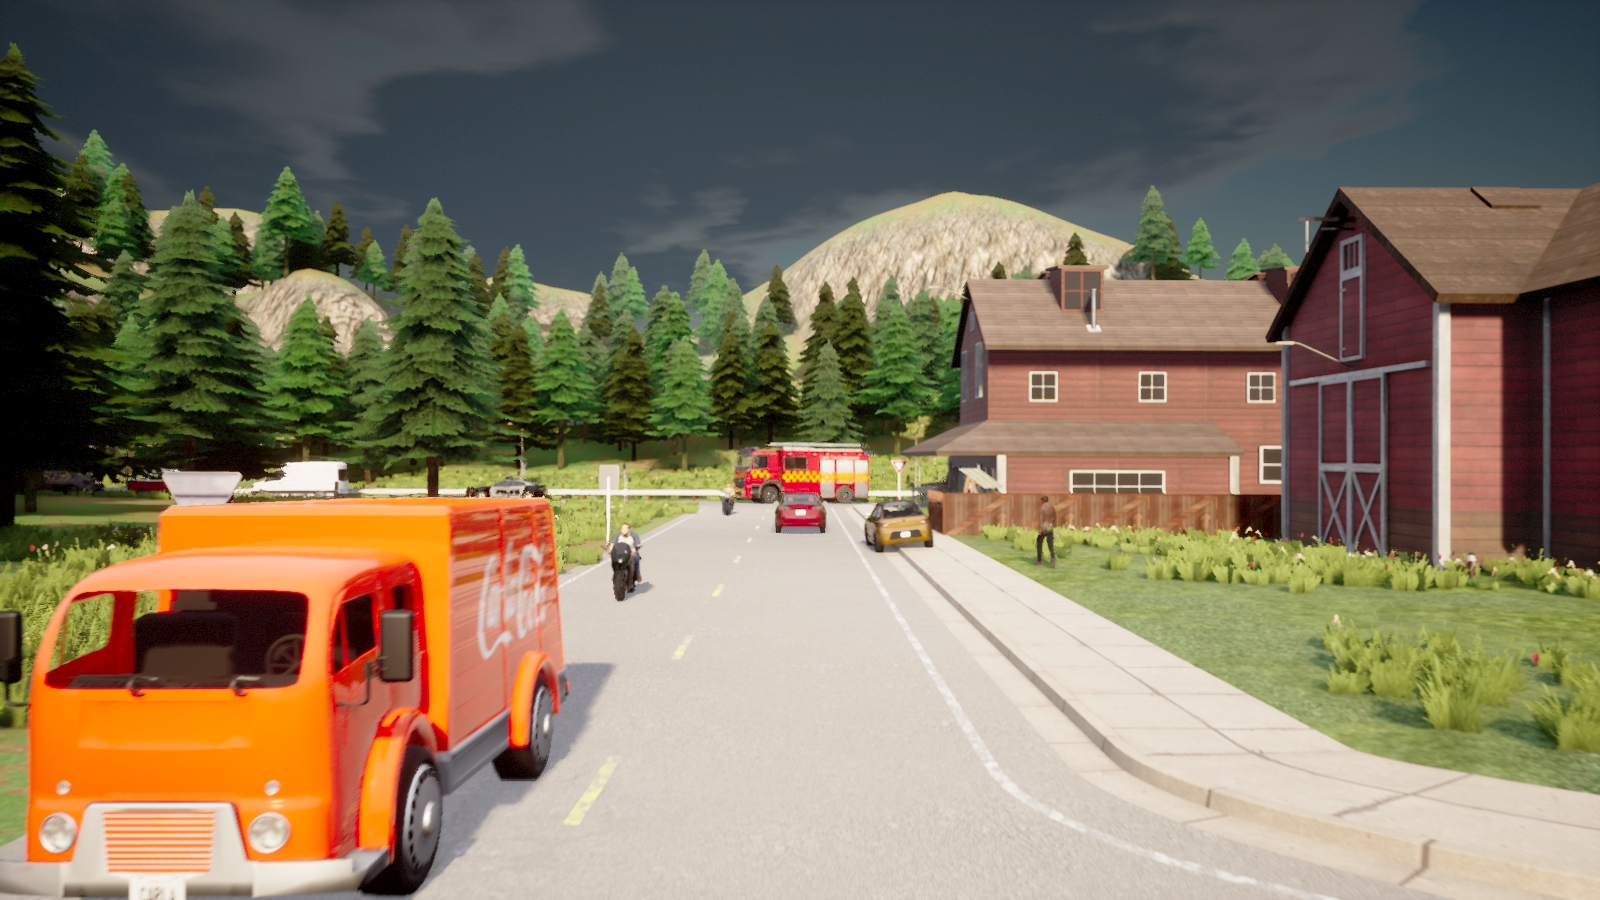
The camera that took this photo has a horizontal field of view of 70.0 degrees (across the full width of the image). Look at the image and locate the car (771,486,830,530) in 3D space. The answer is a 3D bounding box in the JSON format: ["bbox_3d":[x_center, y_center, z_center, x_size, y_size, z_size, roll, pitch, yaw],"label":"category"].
[{"bbox_3d":[0.030,2.233,44.732,2.163,1.488,4.792,0,0,0],"label":"car"}]

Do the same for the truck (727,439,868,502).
[{"bbox_3d":[-0.133,1.344,72.454,8.468,3.827,2.891,1,-1,-21],"label":"truck"}]

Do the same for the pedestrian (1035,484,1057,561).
[{"bbox_3d":[6.014,1.771,27.940,0.375,1.860,0.375,0,0,-15],"label":"pedestrian"}]

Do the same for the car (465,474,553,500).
[{"bbox_3d":[-18.945,2.409,74.548,5.238,1.638,2.097,0,0,0],"label":"car"}]

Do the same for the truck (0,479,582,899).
[{"bbox_3d":[-3.490,1.475,8.814,2.627,2.467,5.204,0,-1,0],"label":"truck"}]
